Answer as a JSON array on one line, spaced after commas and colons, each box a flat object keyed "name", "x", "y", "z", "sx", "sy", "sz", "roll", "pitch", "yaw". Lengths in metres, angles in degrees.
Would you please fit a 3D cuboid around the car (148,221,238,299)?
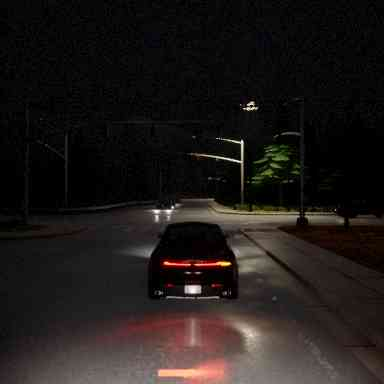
[{"name": "car", "x": 0.031, "y": 1.501, "z": 8.416, "sx": 1.837, "sy": 1.490, "sz": 4.892, "roll": 0, "pitch": 0, "yaw": 0}]

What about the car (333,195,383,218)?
[{"name": "car", "x": 15.542, "y": 1.248, "z": 29.565, "sx": 5.566, "sy": 2.045, "sz": 2.150, "roll": 0, "pitch": 0, "yaw": 1}]

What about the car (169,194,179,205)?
[{"name": "car", "x": -3.686, "y": 1.547, "z": 54.802, "sx": 2.033, "sy": 1.411, "sz": 5.357, "roll": 0, "pitch": 0, "yaw": 0}]

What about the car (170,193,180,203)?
[{"name": "car", "x": -3.560, "y": 1.221, "z": 65.434, "sx": 2.150, "sy": 2.045, "sz": 5.566, "roll": 0, "pitch": 0, "yaw": 1}]

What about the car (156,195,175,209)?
[{"name": "car", "x": -3.683, "y": 1.505, "z": 44.355, "sx": 1.837, "sy": 1.490, "sz": 4.892, "roll": 0, "pitch": 0, "yaw": 0}]
